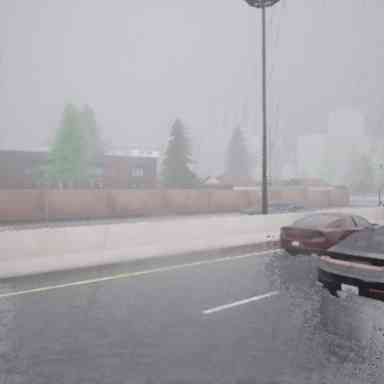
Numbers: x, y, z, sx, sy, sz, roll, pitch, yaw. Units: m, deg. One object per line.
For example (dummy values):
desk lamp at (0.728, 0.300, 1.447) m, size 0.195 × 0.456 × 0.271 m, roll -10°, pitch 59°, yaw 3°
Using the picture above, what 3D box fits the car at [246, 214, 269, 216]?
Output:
car at (6.064, 1.483, 21.480) m, size 4.902 × 1.511 × 2.128 m, roll 0°, pitch 0°, yaw -36°

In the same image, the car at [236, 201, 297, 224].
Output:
car at (5.837, 1.504, 25.659) m, size 4.892 × 1.490 × 1.837 m, roll 0°, pitch 0°, yaw -36°

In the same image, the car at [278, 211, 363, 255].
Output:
car at (5.276, 1.463, 11.978) m, size 5.008 × 1.535 × 1.882 m, roll 0°, pitch 0°, yaw -36°

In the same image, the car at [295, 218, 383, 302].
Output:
car at (4.715, 1.475, 7.240) m, size 4.902 × 1.511 × 2.128 m, roll 0°, pitch 0°, yaw -36°
